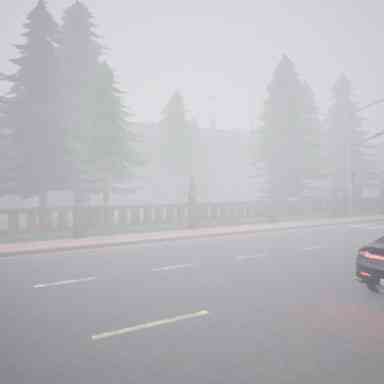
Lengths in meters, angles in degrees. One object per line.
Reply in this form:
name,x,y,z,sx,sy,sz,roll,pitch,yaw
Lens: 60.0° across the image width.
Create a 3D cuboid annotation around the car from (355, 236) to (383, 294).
car,5.600,1.392,7.106,4.902,1.511,2.128,-1,0,-30
